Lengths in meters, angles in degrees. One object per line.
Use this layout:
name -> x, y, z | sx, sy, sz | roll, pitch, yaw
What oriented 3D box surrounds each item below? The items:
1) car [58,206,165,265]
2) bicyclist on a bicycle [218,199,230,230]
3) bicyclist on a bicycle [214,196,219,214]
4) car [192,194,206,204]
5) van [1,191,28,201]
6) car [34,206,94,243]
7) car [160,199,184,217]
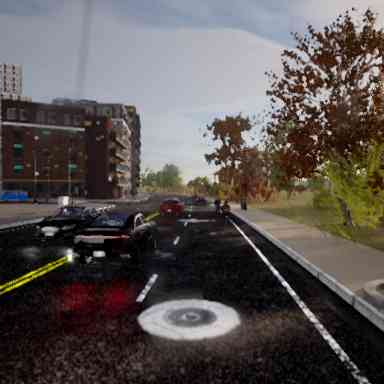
car -> -2.393, 1.446, 11.439 | 2.128, 1.511, 4.902 | 0, 0, 3
bicyclist on a bicycle -> 1.988, 1.379, 19.516 | 0.582, 1.620, 1.656 | 0, 0, 2
bicyclist on a bicycle -> 2.262, 1.257, 29.432 | 0.659, 1.776, 1.843 | 0, 0, 1
car -> 1.468, 1.311, 58.249 | 2.033, 1.411, 5.357 | 0, 0, -1
van -> -29.503, 0.663, 55.419 | 3.998, 1.788, 1.690 | 1, -1, -30
car -> -5.643, 1.428, 15.840 | 2.128, 1.511, 4.902 | 0, 0, 2
car -> -1.782, 1.361, 29.695 | 1.882, 1.535, 5.008 | 0, 0, 1
